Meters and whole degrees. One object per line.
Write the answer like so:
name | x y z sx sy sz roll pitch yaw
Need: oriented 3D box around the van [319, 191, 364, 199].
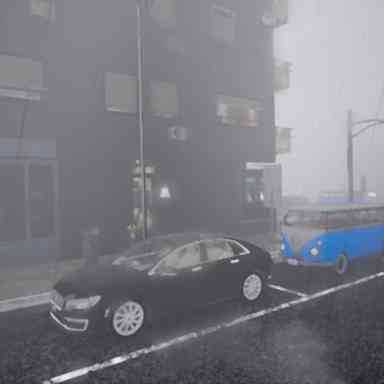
van | 13.468 0.776 30.218 1.690 1.788 3.998 -2 1 -35

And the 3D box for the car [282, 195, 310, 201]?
car | 10.295 0.974 34.740 1.947 1.339 4.313 -2 1 -35

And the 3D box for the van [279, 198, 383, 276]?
van | 4.233 1.206 9.586 3.998 1.788 1.690 -1 0 -35

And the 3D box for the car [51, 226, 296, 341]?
car | -0.325 1.500 6.337 4.403 1.369 2.008 -1 0 -35
